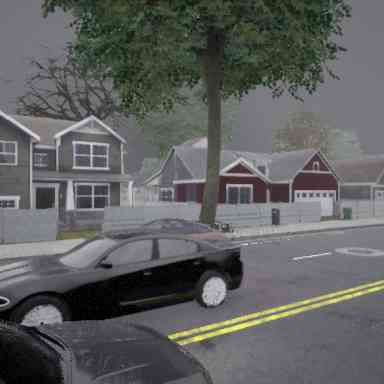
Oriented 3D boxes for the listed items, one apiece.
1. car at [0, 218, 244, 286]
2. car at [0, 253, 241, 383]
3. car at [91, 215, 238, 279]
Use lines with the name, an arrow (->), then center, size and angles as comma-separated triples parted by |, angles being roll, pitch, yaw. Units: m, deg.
car -> -1.278, 1.475, 6.424 | 5.008, 1.535, 1.882 | 0, 0, -32
car -> -2.064, 1.505, 1.870 | 4.892, 1.490, 1.837 | 0, 0, -32
car -> -0.817, 1.559, 10.536 | 4.181, 1.385, 1.994 | 0, 0, -32
